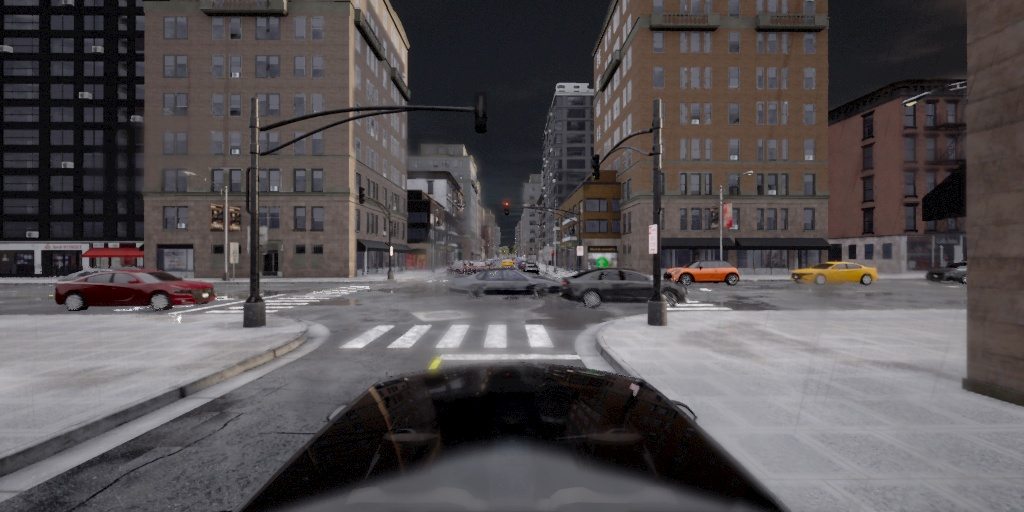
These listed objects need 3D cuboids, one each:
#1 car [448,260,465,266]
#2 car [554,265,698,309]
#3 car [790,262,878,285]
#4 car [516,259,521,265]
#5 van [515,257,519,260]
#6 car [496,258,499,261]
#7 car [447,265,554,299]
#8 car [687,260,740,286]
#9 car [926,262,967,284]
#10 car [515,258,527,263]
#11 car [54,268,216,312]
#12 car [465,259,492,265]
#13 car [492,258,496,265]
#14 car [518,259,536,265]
[{"bbox_3d":[-6.015,1.229,39.596,1.967,1.591,4.097,0,0,0],"label":"car"},{"bbox_3d":[4.349,1.222,14.207,4.892,1.490,1.837,0,0,-1],"label":"car"},{"bbox_3d":[21.796,1.142,24.380,5.008,1.535,1.882,0,0,-1],"label":"car"},{"bbox_3d":[1.928,1.391,50.677,1.802,1.307,4.207,0,0,0],"label":"car"},{"bbox_3d":[1.846,1.173,61.698,1.690,1.789,3.998,0,0,0],"label":"van"},{"bbox_3d":[-3.598,1.424,57.524,1.895,1.301,4.718,0,0,0],"label":"car"},{"bbox_3d":[-0.320,1.294,17.400,5.357,1.411,2.033,0,0,-1],"label":"car"},{"bbox_3d":[12.692,1.054,24.263,4.553,1.767,2.097,0,0,-1],"label":"car"},{"bbox_3d":[31.360,1.127,24.495,4.892,1.490,1.837,-1,0,-1],"label":"car"},{"bbox_3d":[1.887,1.386,56.188,1.948,1.339,4.313,0,0,0],"label":"car"},{"bbox_3d":[-14.477,1.270,13.970,5.008,1.535,1.882,0,0,-1],"label":"car"},{"bbox_3d":[-3.464,1.265,37.790,1.882,1.535,5.008,0,0,0],"label":"car"},{"bbox_3d":[-3.533,1.308,47.384,1.837,1.490,4.892,0,0,0],"label":"car"},{"bbox_3d":[2.010,1.355,39.655,1.948,1.339,4.313,0,0,0],"label":"car"}]
